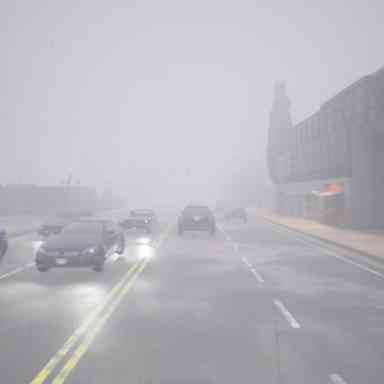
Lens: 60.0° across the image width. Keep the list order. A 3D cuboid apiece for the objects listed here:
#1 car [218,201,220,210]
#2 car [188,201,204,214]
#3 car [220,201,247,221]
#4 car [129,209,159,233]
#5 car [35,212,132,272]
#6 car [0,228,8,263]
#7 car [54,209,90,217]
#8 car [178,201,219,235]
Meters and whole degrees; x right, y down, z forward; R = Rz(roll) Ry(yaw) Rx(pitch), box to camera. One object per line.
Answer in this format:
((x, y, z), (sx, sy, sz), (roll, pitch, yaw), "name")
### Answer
((3.966, 1.879, 44.449), (2.128, 1.511, 4.902), (0, 0, 1), "car")
((0.472, 1.865, 41.669), (1.837, 1.490, 4.892), (0, 0, 1), "car")
((3.783, 1.787, 29.825), (1.812, 1.442, 4.674), (0, 0, 1), "car")
((-3.314, 1.782, 21.293), (1.895, 1.301, 4.718), (0, 0, 1), "car")
((-3.484, 1.621, 11.258), (1.812, 1.442, 4.674), (0, 0, 1), "car")
((-7.013, 1.550, 8.917), (1.882, 1.535, 5.008), (0, 0, 1), "car")
((-6.843, 1.708, 19.200), (2.033, 1.411, 5.357), (0, 0, 1), "car")
((0.277, 1.528, 20.286), (2.097, 1.767, 4.553), (0, 0, 1), "car")
